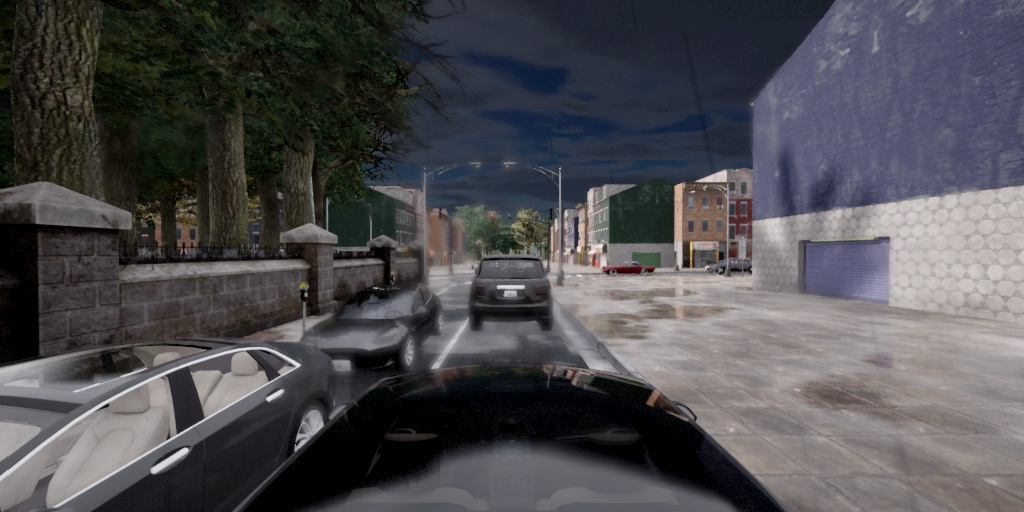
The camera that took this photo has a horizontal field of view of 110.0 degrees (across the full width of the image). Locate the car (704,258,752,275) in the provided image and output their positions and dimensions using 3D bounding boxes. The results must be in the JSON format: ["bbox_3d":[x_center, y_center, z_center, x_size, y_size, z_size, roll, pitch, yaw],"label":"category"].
[{"bbox_3d":[21.029,0.942,34.251,4.902,1.511,2.128,-1,1,0],"label":"car"}]

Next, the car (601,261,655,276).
[{"bbox_3d":[10.992,1.186,34.265,4.718,1.301,1.895,-1,1,0],"label":"car"}]

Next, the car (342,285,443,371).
[{"bbox_3d":[-2.634,1.316,7.693,1.948,1.339,4.313,0,0,0],"label":"car"}]

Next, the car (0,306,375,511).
[{"bbox_3d":[-2.641,1.300,2.004,2.007,1.370,4.403,0,0,0],"label":"car"}]

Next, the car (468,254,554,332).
[{"bbox_3d":[-0.011,0.973,11.002,2.150,2.045,5.566,0,0,0],"label":"car"}]
